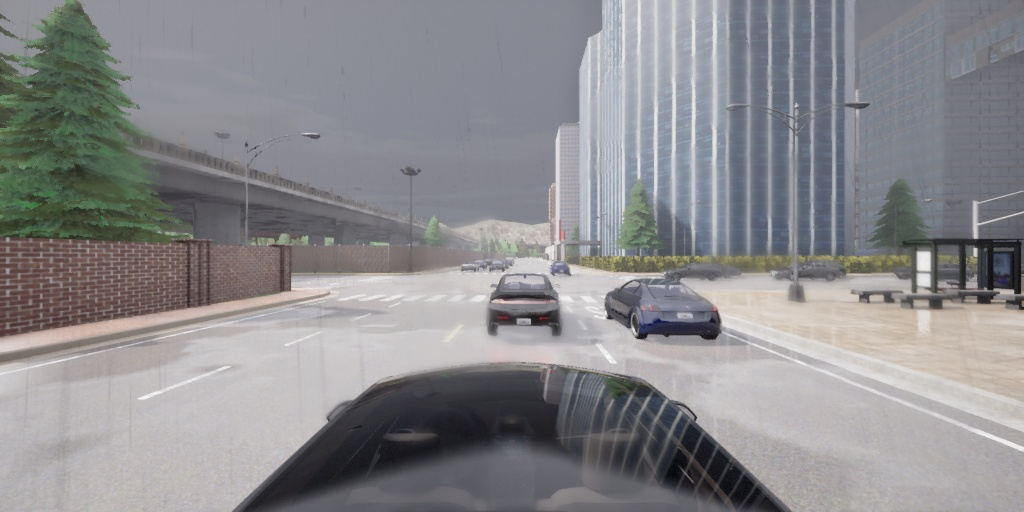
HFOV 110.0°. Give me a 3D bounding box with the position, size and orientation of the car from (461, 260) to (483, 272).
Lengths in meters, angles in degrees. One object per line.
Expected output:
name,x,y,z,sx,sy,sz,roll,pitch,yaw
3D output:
car,-5.361,1.351,46.316,1.895,1.301,4.718,0,0,2

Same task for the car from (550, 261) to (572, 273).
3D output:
car,5.001,1.283,37.617,1.812,1.442,4.674,0,0,3

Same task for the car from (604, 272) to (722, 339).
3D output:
car,3.934,1.314,10.053,1.994,1.385,4.181,0,0,1

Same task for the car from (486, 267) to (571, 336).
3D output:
car,0.372,1.242,10.369,2.128,1.511,4.902,0,0,2

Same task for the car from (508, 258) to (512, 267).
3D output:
car,-1.461,1.297,56.109,2.033,1.411,5.357,0,0,2

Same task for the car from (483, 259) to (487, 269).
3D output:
car,-4.987,1.276,55.470,1.812,1.442,4.674,0,0,2

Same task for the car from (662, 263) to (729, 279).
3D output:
car,14.954,1.331,29.875,4.674,1.442,1.812,0,0,3

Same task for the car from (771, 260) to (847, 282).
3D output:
car,24.074,1.297,29.507,4.902,1.511,2.128,0,0,2

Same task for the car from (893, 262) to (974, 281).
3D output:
car,34.115,1.311,29.071,4.892,1.490,1.837,0,0,3

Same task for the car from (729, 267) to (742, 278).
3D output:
car,18.170,1.353,33.257,5.357,1.411,2.033,0,0,2

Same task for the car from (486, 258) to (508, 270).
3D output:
car,-1.848,1.276,46.525,1.812,1.442,4.674,0,0,2
